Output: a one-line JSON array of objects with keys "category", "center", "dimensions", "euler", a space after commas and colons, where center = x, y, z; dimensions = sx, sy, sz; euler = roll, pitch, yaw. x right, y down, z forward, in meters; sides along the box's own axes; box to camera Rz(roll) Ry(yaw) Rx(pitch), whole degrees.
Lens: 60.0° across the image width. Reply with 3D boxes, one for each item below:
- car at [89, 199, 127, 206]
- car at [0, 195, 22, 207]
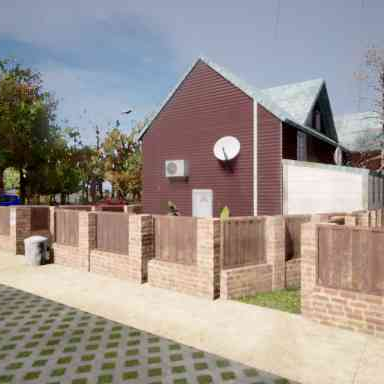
[{"category": "car", "center": [-9.688, 1.577, 37.849], "dimensions": [1.882, 1.535, 5.008], "euler": [0, 0, 36]}, {"category": "car", "center": [-17.062, 1.279, 27.528], "dimensions": [2.150, 2.045, 5.566], "euler": [0, 0, 36]}]
